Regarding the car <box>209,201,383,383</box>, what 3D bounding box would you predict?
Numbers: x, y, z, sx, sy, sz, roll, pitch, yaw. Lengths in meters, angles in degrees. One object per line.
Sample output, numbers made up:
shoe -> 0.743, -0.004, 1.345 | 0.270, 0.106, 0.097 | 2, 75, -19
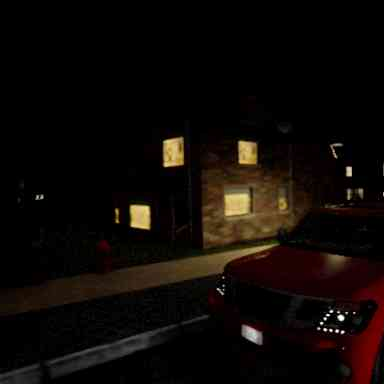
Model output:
car -> 2.861, 1.194, 5.291 | 5.566, 2.045, 2.150 | 0, 0, -37
